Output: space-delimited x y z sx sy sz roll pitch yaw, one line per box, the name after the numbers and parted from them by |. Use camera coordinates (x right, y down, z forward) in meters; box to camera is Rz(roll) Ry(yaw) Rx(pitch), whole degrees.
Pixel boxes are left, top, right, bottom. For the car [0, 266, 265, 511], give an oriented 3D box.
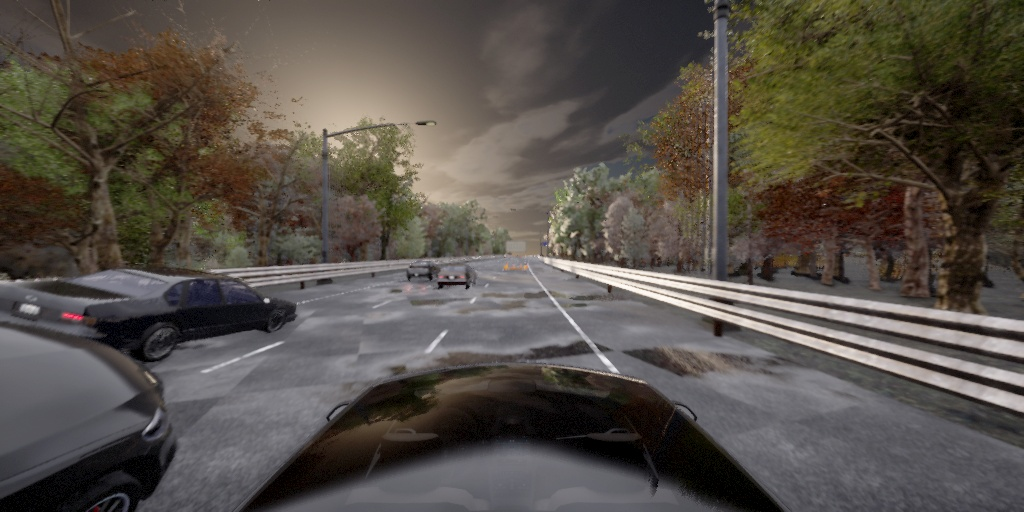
-3.111 0.918 0.377 1.812 1.442 4.674 24 6 3 | car

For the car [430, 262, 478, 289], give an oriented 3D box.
-3.265 1.191 22.058 2.033 1.411 5.357 0 0 1 | car

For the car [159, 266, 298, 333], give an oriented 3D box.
-6.826 0.998 7.577 2.033 1.411 5.357 12 -4 1 | car

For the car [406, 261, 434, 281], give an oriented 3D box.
-6.680 1.103 27.696 2.128 1.511 4.902 0 0 1 | car

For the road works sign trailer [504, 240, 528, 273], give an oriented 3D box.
0.425 0.010 39.074 2.380 3.560 2.880 0 0 2 | road works sign trailer
